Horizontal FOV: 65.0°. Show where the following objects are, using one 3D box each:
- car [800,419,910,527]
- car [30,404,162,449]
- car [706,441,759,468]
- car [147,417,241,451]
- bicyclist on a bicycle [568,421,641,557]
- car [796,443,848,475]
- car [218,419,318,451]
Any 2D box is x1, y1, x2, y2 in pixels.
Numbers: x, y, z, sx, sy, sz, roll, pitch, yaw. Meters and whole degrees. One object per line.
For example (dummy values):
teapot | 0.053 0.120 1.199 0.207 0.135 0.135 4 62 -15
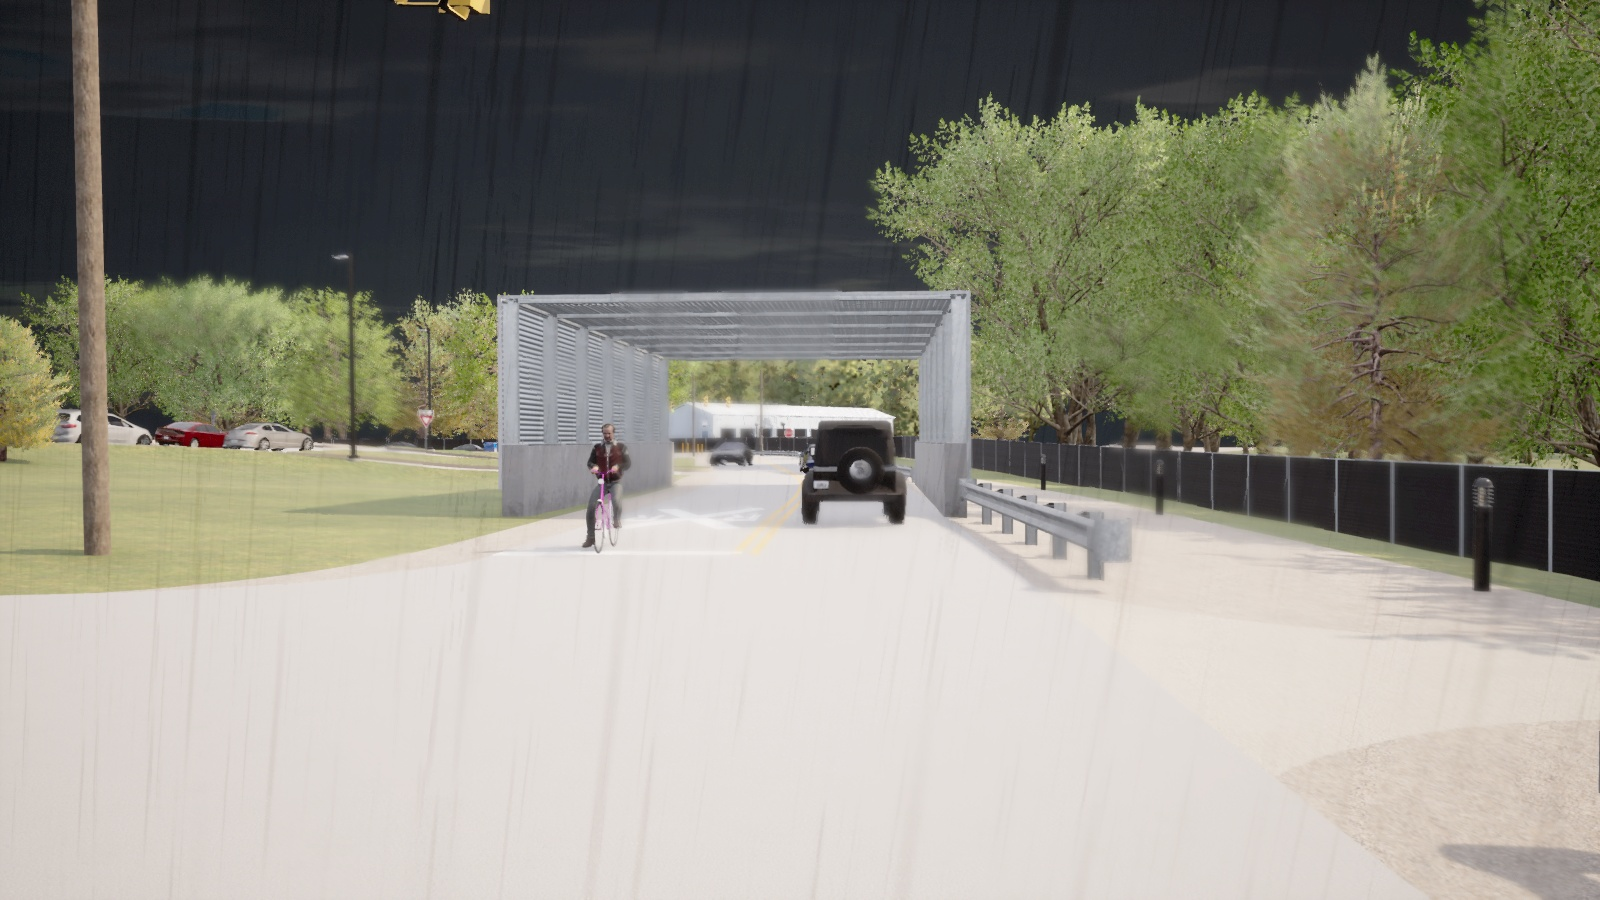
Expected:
car | 1.008 0.387 23.875 1.905 1.878 3.866 0 0 1
car | -31.263 -1.020 55.909 2.242 1.667 4.611 4 0 22
car | -3.825 0.231 71.847 2.033 1.411 5.357 0 1 8
car | -32.712 -0.845 67.921 1.882 1.535 5.008 7 1 9
bicyclist on a bicycle | -2.668 0.512 17.283 0.659 1.776 1.843 0 0 2
car | 0.960 0.373 58.464 2.033 1.411 5.357 0 0 -3
car | -28.300 -0.817 66.992 2.152 1.651 5.027 0 1 18
